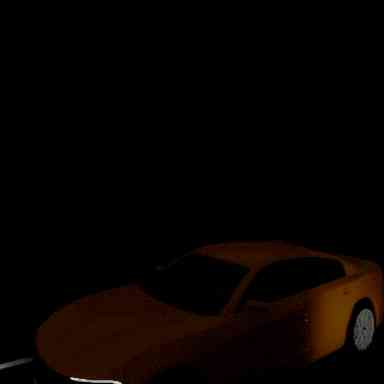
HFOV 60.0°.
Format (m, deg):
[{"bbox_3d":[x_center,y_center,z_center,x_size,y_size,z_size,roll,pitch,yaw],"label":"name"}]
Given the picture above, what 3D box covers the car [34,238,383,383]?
[{"bbox_3d":[0.633,1.455,4.444,5.008,1.535,1.882,-1,0,-36],"label":"car"}]
